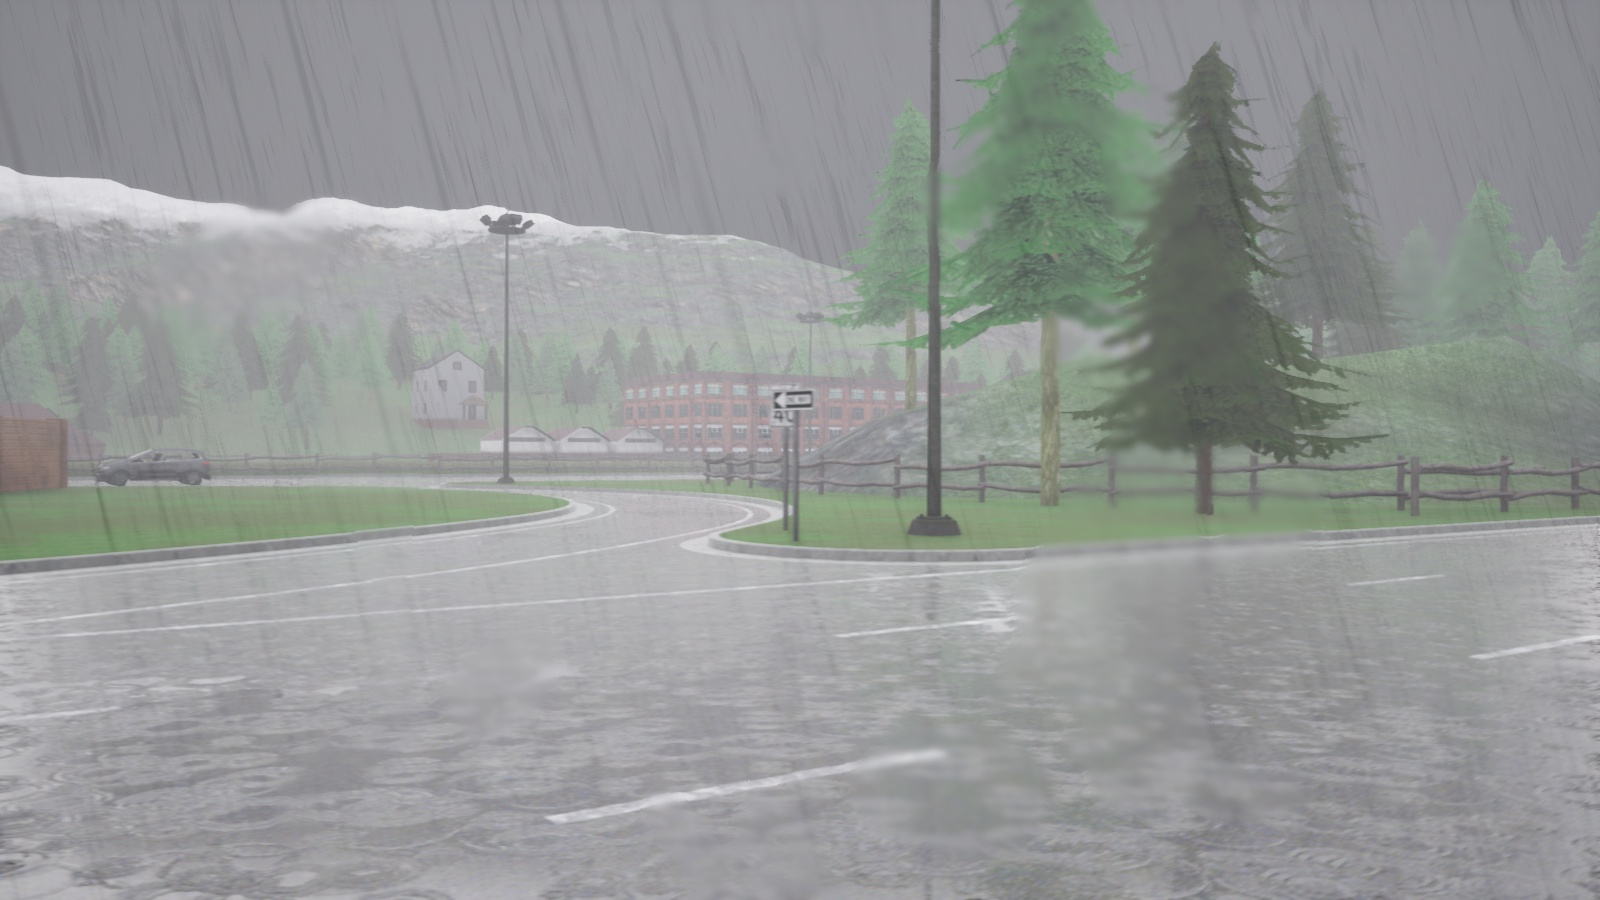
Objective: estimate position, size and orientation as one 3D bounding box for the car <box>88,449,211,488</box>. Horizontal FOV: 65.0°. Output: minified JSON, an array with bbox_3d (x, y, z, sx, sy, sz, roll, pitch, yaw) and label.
[{"bbox_3d":[-28.819,0.796,55.673,4.611,1.667,2.242,0,0,-35],"label":"car"}]
